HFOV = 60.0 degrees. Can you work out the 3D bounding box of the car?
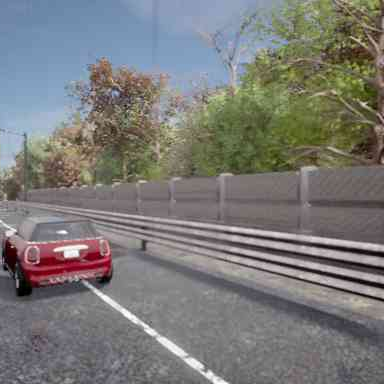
[{"bbox_3d":[-3.891,1.420,9.207,2.097,1.767,4.553,0,0,-34],"label":"car"}]
